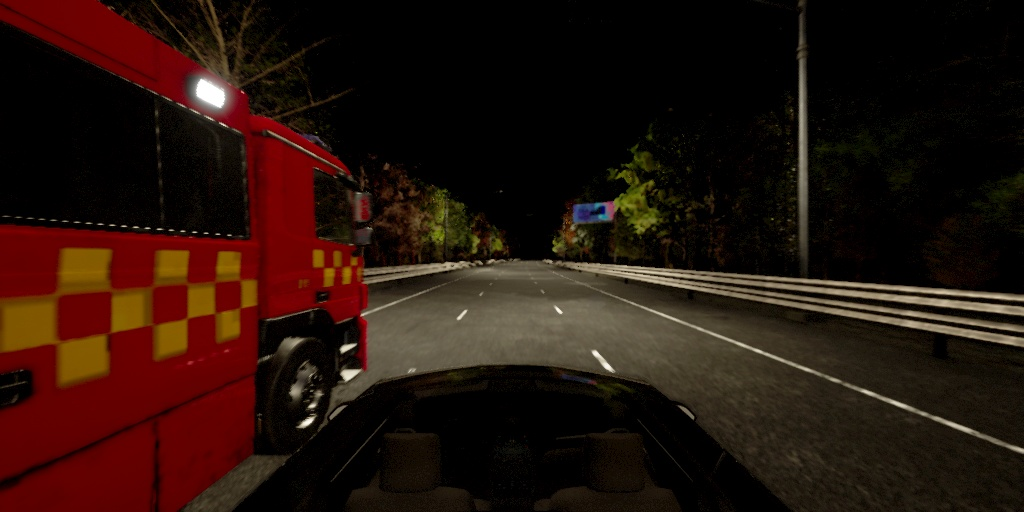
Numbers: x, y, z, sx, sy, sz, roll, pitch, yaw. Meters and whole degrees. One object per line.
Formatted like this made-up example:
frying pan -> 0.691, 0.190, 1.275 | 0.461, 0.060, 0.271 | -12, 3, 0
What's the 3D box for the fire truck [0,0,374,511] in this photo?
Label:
fire truck -> -3.495, 0.101, 1.192 | 2.891, 3.827, 8.468 | 0, 0, 0
